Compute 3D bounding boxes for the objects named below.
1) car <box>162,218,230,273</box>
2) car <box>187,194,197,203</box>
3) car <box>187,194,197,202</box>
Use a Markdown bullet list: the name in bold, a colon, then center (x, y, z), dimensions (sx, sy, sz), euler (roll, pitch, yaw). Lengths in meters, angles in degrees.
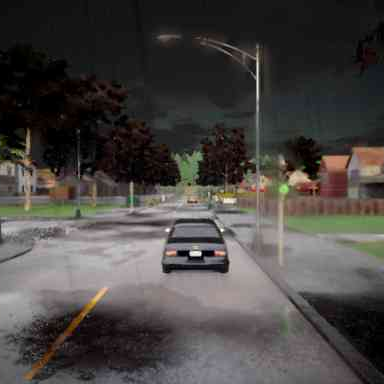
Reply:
- **car**: center (0.094, 1.547, 10.613), dimensions (2.033, 1.411, 5.357), euler (0, 0, 0)
- **car**: center (0.102, 1.597, 66.279), dimensions (1.895, 1.301, 4.718), euler (0, 0, 0)
- **car**: center (0.003, 1.350, 78.742), dimensions (2.097, 1.767, 4.553), euler (0, 0, 0)
